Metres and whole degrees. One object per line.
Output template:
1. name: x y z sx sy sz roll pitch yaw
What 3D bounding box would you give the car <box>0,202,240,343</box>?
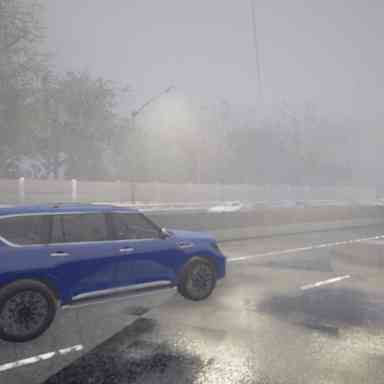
1. car: -1.863 1.246 6.720 5.566 2.045 2.150 0 0 -36

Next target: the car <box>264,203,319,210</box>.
1. car: 8.657 1.648 27.463 4.902 1.511 2.128 0 0 -36

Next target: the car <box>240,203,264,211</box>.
1. car: 5.486 1.719 29.492 4.181 1.385 1.994 0 0 -36

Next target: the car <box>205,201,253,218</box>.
1. car: 3.670 1.689 32.499 4.674 1.442 1.812 0 0 -36
